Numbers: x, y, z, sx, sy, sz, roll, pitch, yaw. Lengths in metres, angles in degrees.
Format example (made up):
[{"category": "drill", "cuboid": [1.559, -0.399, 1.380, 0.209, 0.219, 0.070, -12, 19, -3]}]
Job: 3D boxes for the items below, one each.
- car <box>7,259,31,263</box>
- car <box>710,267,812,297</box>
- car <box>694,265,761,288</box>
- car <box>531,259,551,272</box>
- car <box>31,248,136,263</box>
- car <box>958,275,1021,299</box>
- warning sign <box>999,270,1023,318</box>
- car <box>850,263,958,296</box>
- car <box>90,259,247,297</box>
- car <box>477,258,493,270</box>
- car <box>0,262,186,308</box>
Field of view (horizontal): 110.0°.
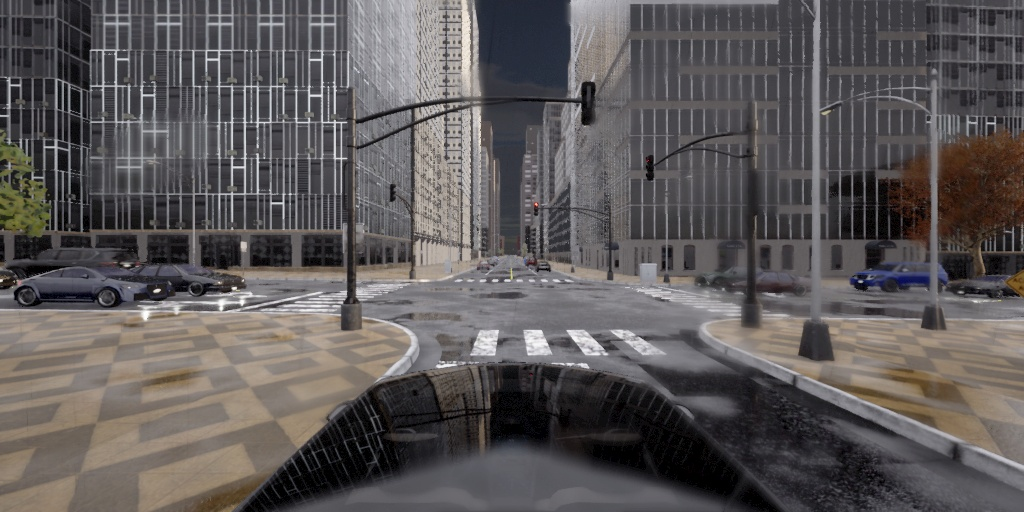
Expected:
[{"category": "car", "cuboid": [-25.279, 0.819, 15.919, 4.892, 1.490, 1.837, 1, 0, -3]}, {"category": "car", "cuboid": [15.122, 1.599, 21.255, 5.357, 1.411, 2.033, 1, 0, -3]}, {"category": "car", "cuboid": [14.990, 1.401, 24.504, 4.553, 1.767, 2.097, 1, 0, -3]}, {"category": "car", "cuboid": [3.912, 1.339, 45.695, 1.948, 1.339, 4.313, 0, 0, 0]}, {"category": "car", "cuboid": [-23.663, 0.567, 19.431, 5.566, 2.045, 2.150, 1, 0, -3]}, {"category": "car", "cuboid": [30.005, 1.867, 21.951, 5.357, 1.411, 2.033, 1, 0, -3]}, {"category": "warning sign", "cuboid": [17.271, 1.207, 11.897, 1.060, 1.860, 1.300, 0, 0, -3]}, {"category": "car", "cuboid": [27.023, 1.488, 25.066, 5.566, 2.045, 2.150, 1, 0, -3]}, {"category": "car", "cuboid": [-15.357, 1.044, 16.413, 5.357, 1.411, 2.033, 1, 0, 0]}, {"category": "car", "cuboid": [-4.043, 1.354, 51.185, 1.802, 1.307, 4.207, 0, 0, 0]}, {"category": "car", "cuboid": [-15.083, 1.065, 13.138, 4.181, 1.385, 1.994, 1, 0, -3]}]
